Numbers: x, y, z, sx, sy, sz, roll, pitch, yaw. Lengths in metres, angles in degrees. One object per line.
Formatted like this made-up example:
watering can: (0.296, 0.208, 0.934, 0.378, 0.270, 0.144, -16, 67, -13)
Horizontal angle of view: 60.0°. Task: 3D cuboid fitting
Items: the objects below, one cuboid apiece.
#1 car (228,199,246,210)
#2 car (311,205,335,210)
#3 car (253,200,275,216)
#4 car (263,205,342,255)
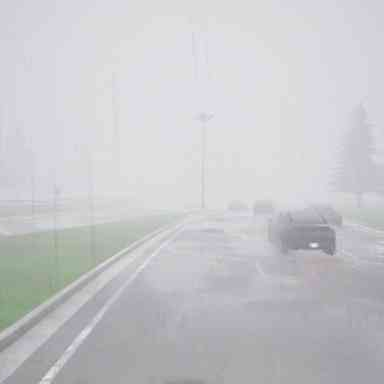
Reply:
car: (5.687, 1.561, 41.804, 1.994, 1.385, 4.181, 0, 0, 14)
car: (8.975, 1.562, 23.295, 1.994, 1.385, 4.181, 0, 0, 8)
car: (6.901, 1.475, 31.943, 1.882, 1.535, 5.008, 0, 0, 12)
car: (4.244, 1.504, 13.415, 1.837, 1.490, 4.892, 0, 0, 5)
